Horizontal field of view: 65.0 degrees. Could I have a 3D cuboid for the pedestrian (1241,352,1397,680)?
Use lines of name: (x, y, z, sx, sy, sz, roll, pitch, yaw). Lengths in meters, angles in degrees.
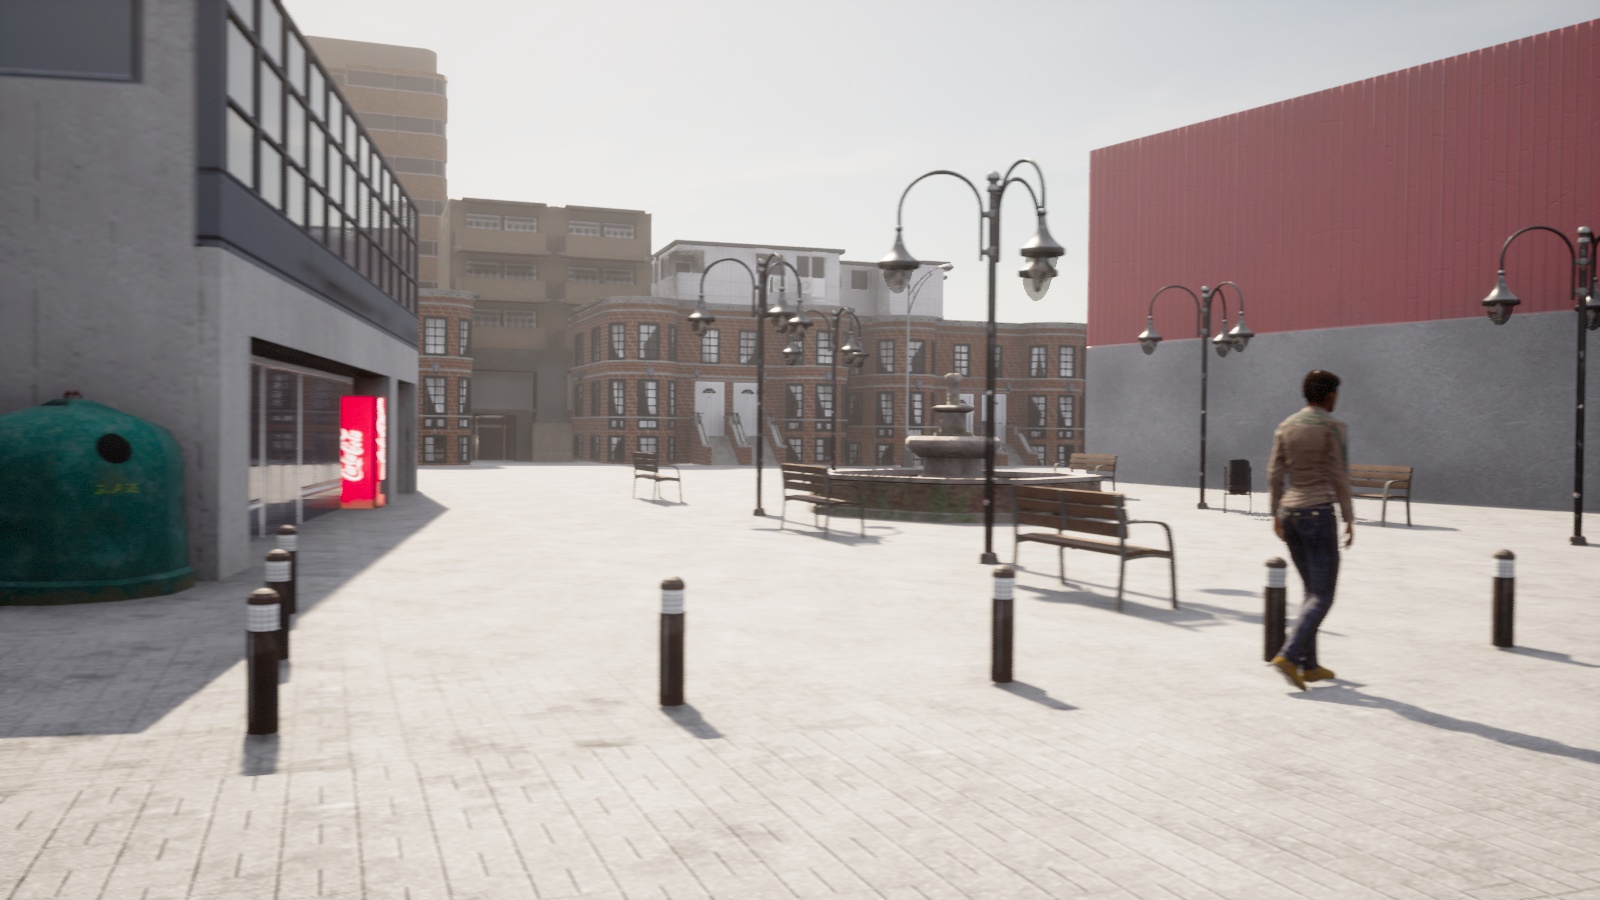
pedestrian: (2.996, 0.357, 7.241, 0.869, 1.805, 0.328, -1, 1, -26)
